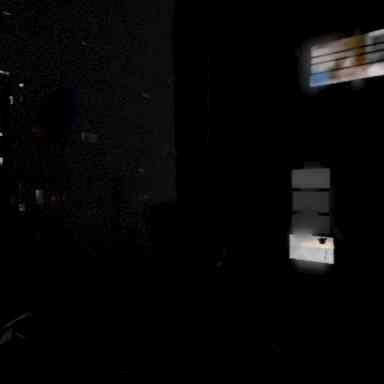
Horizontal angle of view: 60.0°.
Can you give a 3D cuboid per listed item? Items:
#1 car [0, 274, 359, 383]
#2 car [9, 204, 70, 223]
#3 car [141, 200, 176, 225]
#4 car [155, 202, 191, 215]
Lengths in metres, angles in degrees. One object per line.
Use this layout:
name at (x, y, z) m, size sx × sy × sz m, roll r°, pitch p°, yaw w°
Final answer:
car at (-0.667, 1.543, 3.341) m, size 4.313 × 1.339 × 1.947 m, roll 1°, pitch 0°, yaw 35°
car at (-12.007, 1.593, 25.999) m, size 1.752 × 1.417 × 4.829 m, roll -1°, pitch -1°, yaw 35°
car at (-1.789, 1.550, 26.088) m, size 2.192 × 1.841 × 5.009 m, roll -1°, pitch -1°, yaw 35°
car at (-2.223, 1.920, 40.098) m, size 1.887 × 1.381 × 4.507 m, roll -1°, pitch -1°, yaw 35°
